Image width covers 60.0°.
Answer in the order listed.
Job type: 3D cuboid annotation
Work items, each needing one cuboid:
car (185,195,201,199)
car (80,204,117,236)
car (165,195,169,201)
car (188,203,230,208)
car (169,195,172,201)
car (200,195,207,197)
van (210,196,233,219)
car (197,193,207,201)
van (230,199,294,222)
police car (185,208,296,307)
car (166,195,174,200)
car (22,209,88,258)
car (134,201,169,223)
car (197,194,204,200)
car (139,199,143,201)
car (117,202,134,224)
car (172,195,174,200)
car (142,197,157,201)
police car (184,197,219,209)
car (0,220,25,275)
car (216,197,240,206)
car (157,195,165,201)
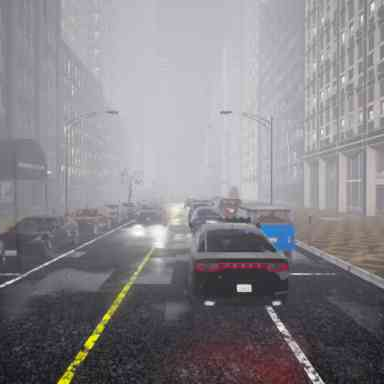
[{"bbox_3d":[-0.131,1.534,45.221,2.033,1.411,5.357,0,0,0],"label":"car"},{"bbox_3d":[-5.755,1.539,18.414,1.887,1.381,4.507,-1,0,0],"label":"car"},{"bbox_3d":[-5.899,1.562,63.882,1.802,1.307,4.206,-1,0,0],"label":"car"},{"bbox_3d":[0.843,1.521,18.098,1.812,1.442,4.674,0,0,0],"label":"car"},{"bbox_3d":[-5.918,1.419,69.566,1.967,1.590,4.097,-1,0,0],"label":"car"},{"bbox_3d":[2.517,1.535,52.542,2.008,1.369,4.403,-1,0,0],"label":"car"},{"bbox_3d":[2.587,1.333,29.808,1.690,1.788,3.998,-1,0,0],"label":"van"},{"bbox_3d":[2.425,1.289,80.961,2.192,1.841,5.009,-1,0,0],"label":"car"},{"bbox_3d":[2.641,1.338,12.757,1.690,1.788,3.998,-1,0,0],"label":"van"},{"bbox_3d":[0.874,1.423,8.207,1.930,1.638,5.238,0,0,0],"label":"police car"},{"bbox_3d":[-5.990,1.535,92.301,1.947,1.339,4.313,-1,0,0],"label":"car"},{"bbox_3d":[-5.737,1.562,12.730,1.947,1.339,4.313,-1,0,0],"label":"car"},{"bbox_3d":[-3.078,1.593,25.542,1.895,1.301,4.718,0,0,0],"label":"car"},{"bbox_3d":[2.390,1.409,92.327,1.967,1.590,4.097,-1,0,0],"label":"car"},{"bbox_3d":[-5.791,1.574,29.781,1.802,1.307,4.206,-1,0,0],"label":"car"},{"bbox_3d":[-5.774,1.544,24.097,2.008,1.369,4.403,-1,0,0],"label":"car"},{"bbox_3d":[-5.953,1.500,80.764,1.752,1.417,4.829,-1,0,0],"label":"car"},{"bbox_3d":[-5.828,1.539,41.148,2.008,1.369,4.403,-1,0,0],"label":"car"},{"bbox_3d":[0.691,1.418,24.231,1.930,1.638,5.238,0,0,1],"label":"police car"},{"bbox_3d":[-5.720,1.549,7.046,2.008,1.369,4.403,-1,0,0],"label":"car"},{"bbox_3d":[2.605,1.308,24.124,2.192,1.841,5.009,-1,0,0],"label":"car"},{"bbox_3d":[-5.863,1.535,52.515,2.008,1.369,4.403,-1,0,0],"label":"car"}]
